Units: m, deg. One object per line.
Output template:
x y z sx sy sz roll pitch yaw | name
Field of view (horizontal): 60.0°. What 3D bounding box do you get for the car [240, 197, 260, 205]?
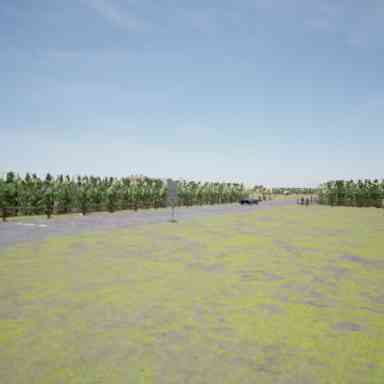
9.927 1.566 57.025 1.895 1.301 4.718 0 0 31 | car
